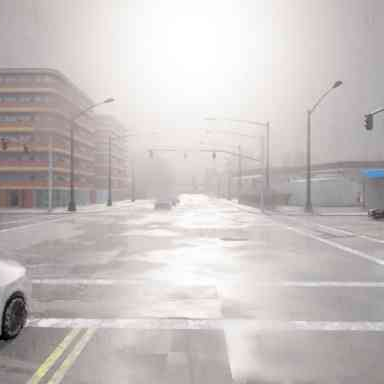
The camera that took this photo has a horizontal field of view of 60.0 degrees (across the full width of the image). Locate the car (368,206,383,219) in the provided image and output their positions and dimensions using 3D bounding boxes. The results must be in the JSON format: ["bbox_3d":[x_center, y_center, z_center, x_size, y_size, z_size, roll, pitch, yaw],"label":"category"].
[{"bbox_3d":[16.627,1.504,26.450,4.892,1.490,1.837,0,0,0],"label":"car"}]

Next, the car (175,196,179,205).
[{"bbox_3d":[-3.552,1.600,54.101,1.895,1.301,4.718,0,0,0],"label":"car"}]

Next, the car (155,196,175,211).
[{"bbox_3d":[-3.569,1.477,41.998,1.882,1.535,5.008,0,0,0],"label":"car"}]

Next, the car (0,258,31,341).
[{"bbox_3d":[-3.598,1.526,3.805,1.812,1.442,4.674,0,0,0],"label":"car"}]
